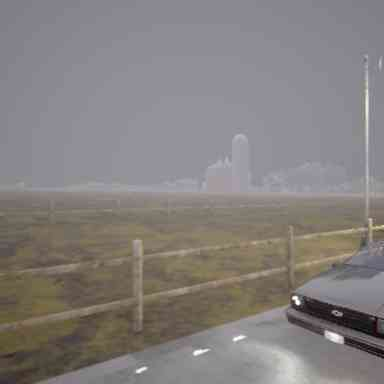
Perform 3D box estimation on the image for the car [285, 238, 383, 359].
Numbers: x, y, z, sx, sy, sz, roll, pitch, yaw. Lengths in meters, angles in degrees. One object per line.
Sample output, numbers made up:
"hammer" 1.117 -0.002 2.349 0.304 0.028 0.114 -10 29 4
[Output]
"car" 4.056 1.552 6.001 5.357 1.411 2.033 0 0 -36
